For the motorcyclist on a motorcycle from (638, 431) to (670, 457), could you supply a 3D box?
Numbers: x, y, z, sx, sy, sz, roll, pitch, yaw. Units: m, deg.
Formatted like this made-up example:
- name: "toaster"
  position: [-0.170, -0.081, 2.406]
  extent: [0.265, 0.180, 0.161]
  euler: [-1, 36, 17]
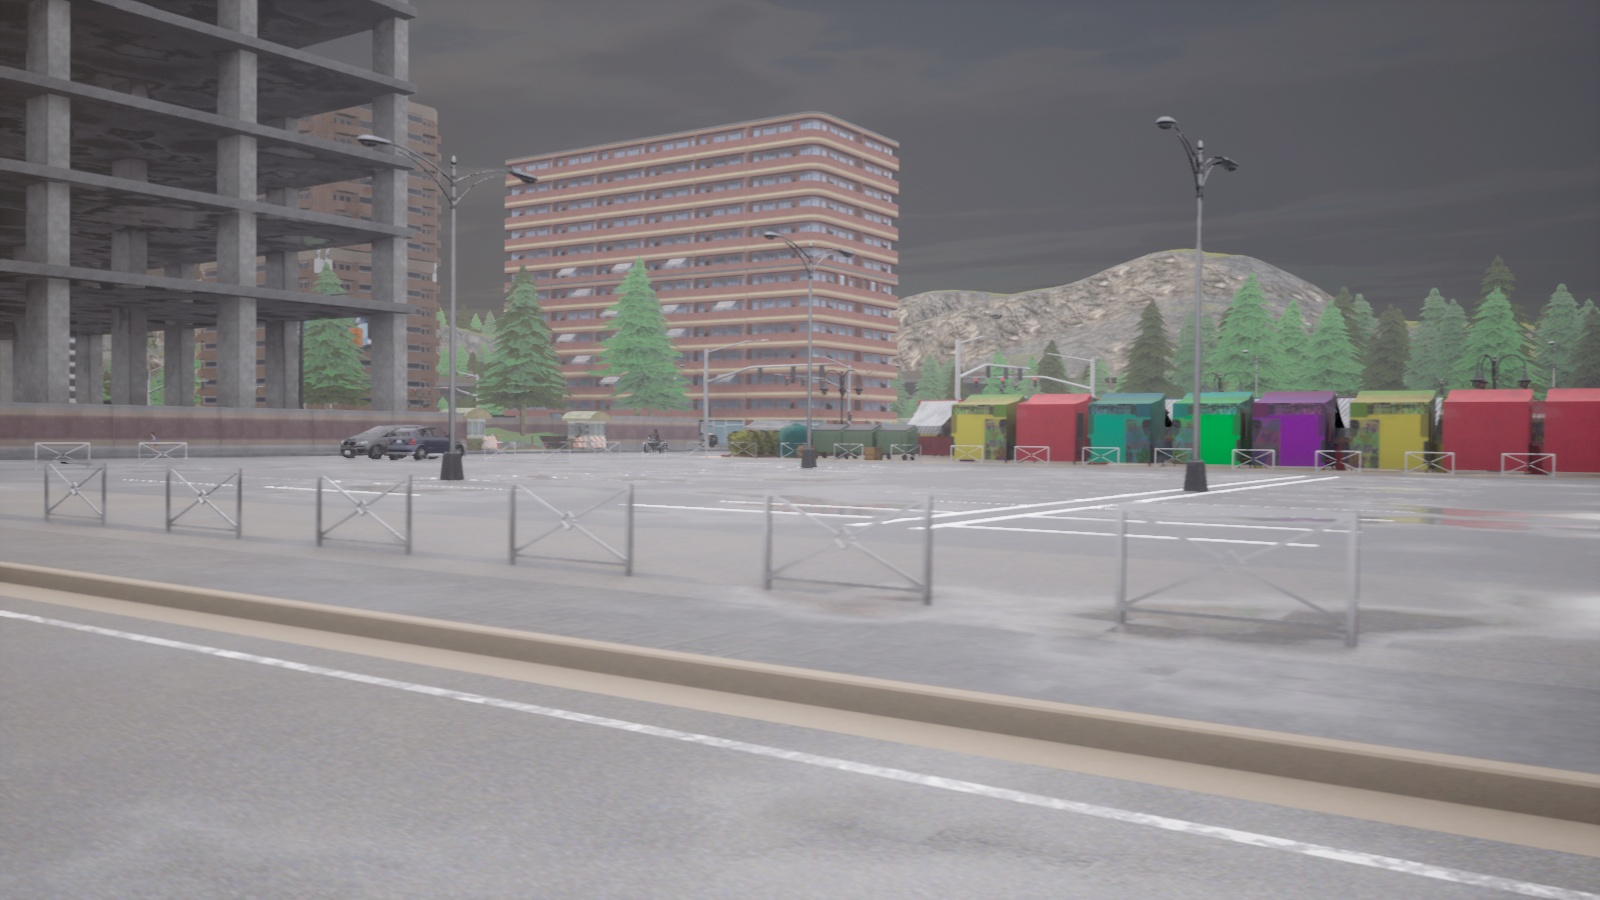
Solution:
- name: "motorcyclist on a motorcycle"
  position: [-9.540, -0.409, 82.176]
  extent: [0.766, 1.649, 2.350]
  euler: [0, 1, 33]

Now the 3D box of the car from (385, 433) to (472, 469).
- name: "car"
  position: [-17.050, 0.021, 57.720]
  extent: [1.789, 1.549, 3.705]
  euler: [0, 1, 26]

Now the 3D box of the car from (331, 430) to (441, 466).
- name: "car"
  position: [-19.795, -0.123, 60.267]
  extent: [2.242, 1.667, 4.611]
  euler: [0, 1, 33]
